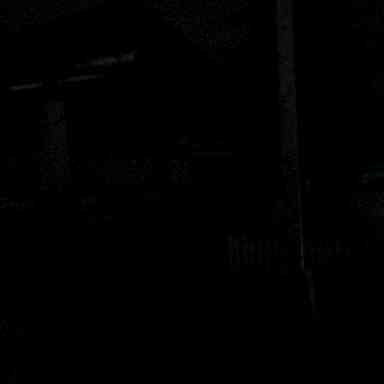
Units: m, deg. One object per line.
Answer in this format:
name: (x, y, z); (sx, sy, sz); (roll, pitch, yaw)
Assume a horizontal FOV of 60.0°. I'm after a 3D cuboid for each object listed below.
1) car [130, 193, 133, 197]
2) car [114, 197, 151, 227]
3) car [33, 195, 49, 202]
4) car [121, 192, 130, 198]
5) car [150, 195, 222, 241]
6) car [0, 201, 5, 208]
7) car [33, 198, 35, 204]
car: (-15.261, 0.820, 73.951); (4.514, 1.523, 2.007); (-2, 1, 26)
car: (-3.158, 1.350, 22.202); (2.242, 1.667, 4.611); (-2, 1, 26)
car: (-38.661, 1.697, 85.329); (3.633, 1.501, 1.845); (-2, 1, 26)
car: (-16.583, 0.921, 71.107); (5.027, 1.636, 2.152); (-2, 1, 26)
car: (0.030, 1.154, 15.823); (1.905, 1.878, 3.866); (-2, 1, 26)
car: (-33.047, 1.918, 54.846); (4.514, 1.523, 2.007); (-2, 1, 26)
car: (-28.648, 1.582, 63.813); (3.633, 1.501, 1.845); (-2, 1, 26)
